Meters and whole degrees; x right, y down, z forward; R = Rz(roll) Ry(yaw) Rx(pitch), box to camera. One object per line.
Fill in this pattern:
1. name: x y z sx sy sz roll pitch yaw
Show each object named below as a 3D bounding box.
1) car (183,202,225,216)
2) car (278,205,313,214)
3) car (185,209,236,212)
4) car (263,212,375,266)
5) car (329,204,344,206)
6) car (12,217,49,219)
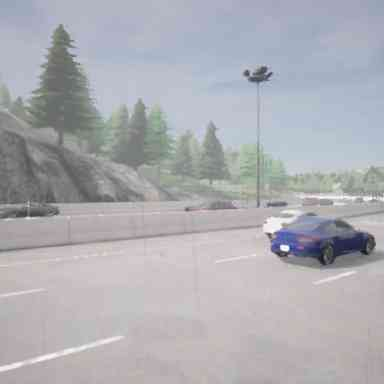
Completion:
1. car: 1.370 1.810 36.798 4.718 1.301 1.895 0 0 -43
2. car: 5.570 1.630 17.046 4.674 1.442 1.812 0 0 -40
3. car: 1.674 1.511 27.758 4.553 1.767 2.097 0 0 -41
4. car: 4.707 1.599 11.845 4.674 1.442 1.812 0 0 -38
5. car: 21.772 1.824 47.723 1.812 1.442 4.674 0 0 41
6. car: -13.950 1.633 28.595 4.902 1.511 2.128 0 0 -38
